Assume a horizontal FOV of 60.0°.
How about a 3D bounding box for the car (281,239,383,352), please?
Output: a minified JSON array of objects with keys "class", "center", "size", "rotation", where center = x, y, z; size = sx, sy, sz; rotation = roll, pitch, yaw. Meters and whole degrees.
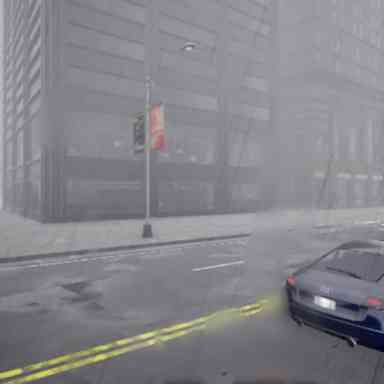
[{"class":"car","center":[3.549,1.570,5.972],"size":[4.181,1.385,1.994],"rotation":[0,0,-36]}]
